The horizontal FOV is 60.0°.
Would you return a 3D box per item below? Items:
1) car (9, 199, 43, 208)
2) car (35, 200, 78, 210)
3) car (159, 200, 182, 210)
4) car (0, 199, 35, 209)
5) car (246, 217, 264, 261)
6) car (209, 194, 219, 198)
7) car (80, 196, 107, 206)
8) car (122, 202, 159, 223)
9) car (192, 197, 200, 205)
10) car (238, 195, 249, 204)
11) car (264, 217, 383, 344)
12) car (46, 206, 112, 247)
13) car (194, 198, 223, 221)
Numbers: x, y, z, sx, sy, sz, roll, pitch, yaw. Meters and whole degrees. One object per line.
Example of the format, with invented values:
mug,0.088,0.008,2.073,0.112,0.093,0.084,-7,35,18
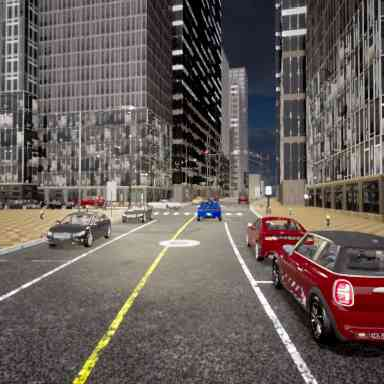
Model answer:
car,-26.033,1.833,52.209,4.403,1.369,2.008,0,-1,13
car,-16.958,1.637,41.959,4.313,1.339,1.947,0,-1,13
car,-3.645,1.680,43.130,4.718,1.301,1.895,-1,-1,36
car,-22.399,1.653,43.249,4.403,1.369,2.008,0,-1,13
car,3.007,1.547,11.998,1.887,1.381,4.507,1,0,3
car,5.157,1.491,78.798,2.192,1.841,5.009,1,0,14
car,-15.147,1.535,49.631,5.009,1.841,2.192,0,-1,13
car,-4.129,1.573,25.696,2.008,1.369,4.403,1,0,5
car,1.162,1.640,62.559,1.752,1.417,4.829,1,0,12
car,10.079,1.410,65.113,2.192,1.841,5.009,1,0,13
car,2.815,1.441,6.358,1.967,1.590,4.097,1,0,2
car,-4.880,1.561,14.906,2.008,1.369,4.403,1,0,3
car,1.480,1.494,27.165,1.882,1.535,5.008,0,0,5
